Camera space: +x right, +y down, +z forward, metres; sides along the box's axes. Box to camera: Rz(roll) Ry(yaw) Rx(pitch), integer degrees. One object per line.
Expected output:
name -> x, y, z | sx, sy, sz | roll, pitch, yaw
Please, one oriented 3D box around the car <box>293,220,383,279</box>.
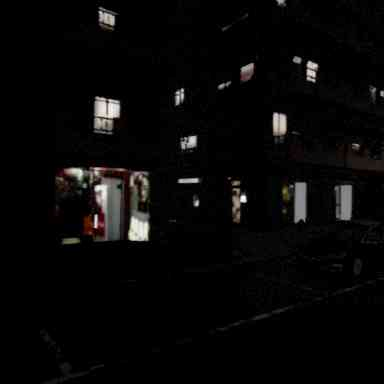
car -> 4.863, 1.545, 9.965 | 4.403, 1.369, 2.008 | 0, 1, -35
